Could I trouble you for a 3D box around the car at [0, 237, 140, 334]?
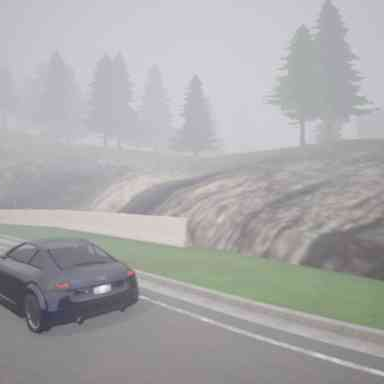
[{"bbox_3d":[-2.986,1.661,7.108,4.181,1.385,1.994,-1,-1,44],"label":"car"}]
